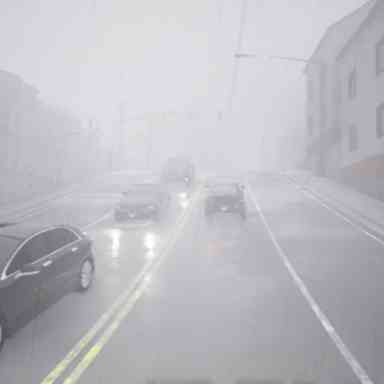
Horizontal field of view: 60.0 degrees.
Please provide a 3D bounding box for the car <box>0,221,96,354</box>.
[{"bbox_3d":[-3.188,1.345,5.513,1.837,1.490,4.892,1,3,6],"label":"car"}]

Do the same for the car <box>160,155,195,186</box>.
[{"bbox_3d":[-1.003,-1.747,26.034,2.150,2.045,5.566,1,9,6],"label":"car"}]

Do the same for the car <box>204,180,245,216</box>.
[{"bbox_3d":[1.631,0.147,16.450,1.812,1.442,4.674,1,10,6],"label":"car"}]

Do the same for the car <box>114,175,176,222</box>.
[{"bbox_3d":[-2.147,0.301,15.553,1.812,1.442,4.674,1,9,6],"label":"car"}]
